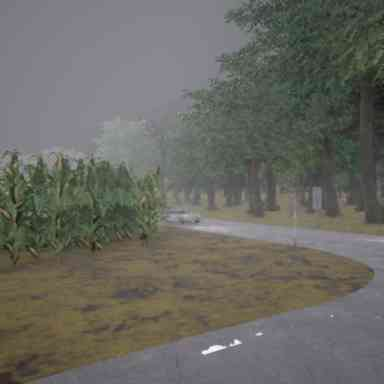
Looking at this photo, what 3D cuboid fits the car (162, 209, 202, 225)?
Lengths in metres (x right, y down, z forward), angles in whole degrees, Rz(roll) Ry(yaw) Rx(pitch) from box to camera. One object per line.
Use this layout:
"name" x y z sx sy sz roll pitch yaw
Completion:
"car" -0.989 2.266 30.710 1.895 1.301 4.718 -1 -1 -29
